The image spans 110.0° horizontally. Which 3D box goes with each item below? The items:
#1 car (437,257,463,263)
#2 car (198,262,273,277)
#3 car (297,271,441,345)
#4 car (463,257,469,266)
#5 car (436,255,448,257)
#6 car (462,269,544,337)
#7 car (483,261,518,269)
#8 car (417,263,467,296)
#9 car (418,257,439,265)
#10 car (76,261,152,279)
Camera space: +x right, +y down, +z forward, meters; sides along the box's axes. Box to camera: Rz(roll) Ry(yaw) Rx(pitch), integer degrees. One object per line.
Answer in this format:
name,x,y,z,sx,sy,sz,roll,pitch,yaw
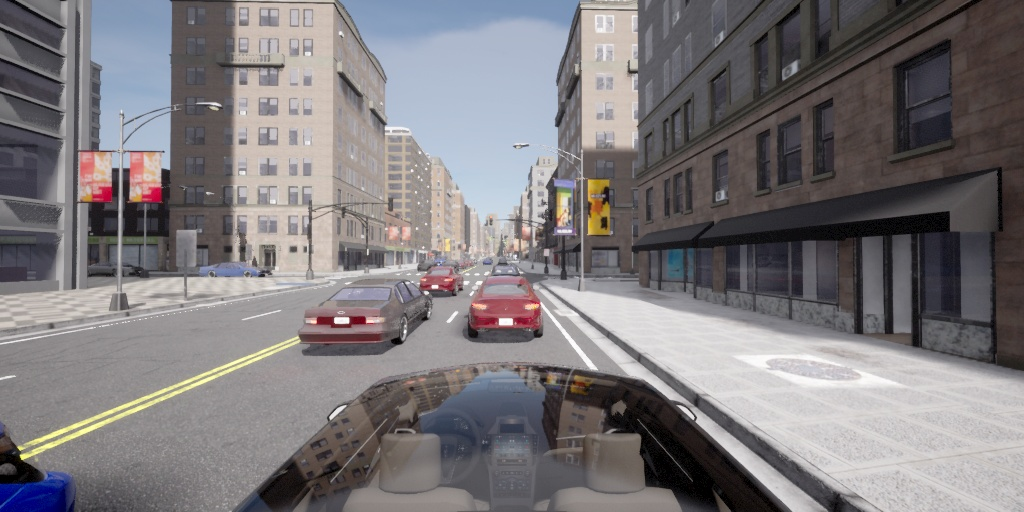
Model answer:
car,-7.785,1.209,45.538,1.882,1.535,5.008,0,0,-2
car,-23.667,1.196,30.735,5.357,1.411,2.033,0,-1,1
car,-3.409,1.298,9.469,2.033,1.411,5.357,0,0,-2
car,-8.024,1.249,54.741,1.812,1.442,4.674,0,0,-1
car,-11.346,0.941,57.410,2.150,2.045,5.566,0,0,-2
car,-0.179,1.277,10.150,1.812,1.442,4.674,0,0,-1
car,-0.405,1.240,19.234,2.128,1.511,4.902,0,0,-3
car,-3.660,1.275,19.057,1.812,1.442,4.674,0,0,-1
car,-11.082,1.208,47.241,1.882,1.535,5.008,0,0,-1
car,-33.633,1.170,30.416,4.181,1.385,1.994,0,-1,-2
